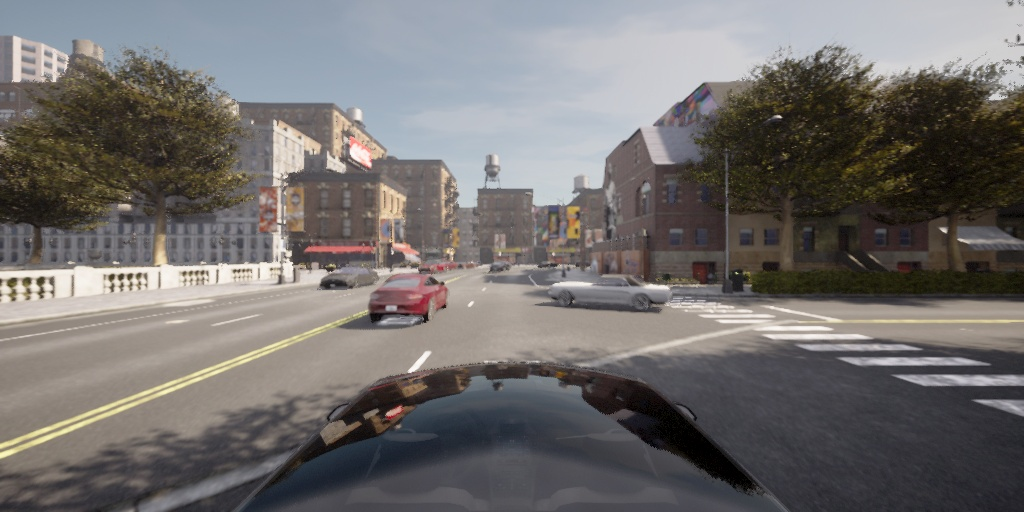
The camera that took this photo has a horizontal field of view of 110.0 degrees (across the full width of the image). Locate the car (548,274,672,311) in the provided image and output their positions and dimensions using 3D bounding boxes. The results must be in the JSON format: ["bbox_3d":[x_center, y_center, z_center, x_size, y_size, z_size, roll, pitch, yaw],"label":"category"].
[{"bbox_3d":[3.930,1.399,14.614,4.718,1.301,1.895,0,0,25],"label":"car"}]

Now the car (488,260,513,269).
[{"bbox_3d":[-2.023,1.528,64.049,2.033,1.411,5.357,0,0,30],"label":"car"}]

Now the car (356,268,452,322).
[{"bbox_3d":[-3.398,1.315,12.404,1.812,1.442,4.674,0,0,0],"label":"car"}]

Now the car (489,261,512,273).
[{"bbox_3d":[-1.556,1.444,47.392,1.812,1.442,4.674,0,0,14],"label":"car"}]

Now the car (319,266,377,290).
[{"bbox_3d":[-10.594,1.378,23.832,2.033,1.411,5.357,0,0,0],"label":"car"}]

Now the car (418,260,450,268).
[{"bbox_3d":[-9.646,1.255,43.525,2.097,1.767,4.553,0,0,10],"label":"car"}]

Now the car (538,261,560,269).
[{"bbox_3d":[6.585,1.580,63.745,1.895,1.301,4.718,0,0,38],"label":"car"}]
